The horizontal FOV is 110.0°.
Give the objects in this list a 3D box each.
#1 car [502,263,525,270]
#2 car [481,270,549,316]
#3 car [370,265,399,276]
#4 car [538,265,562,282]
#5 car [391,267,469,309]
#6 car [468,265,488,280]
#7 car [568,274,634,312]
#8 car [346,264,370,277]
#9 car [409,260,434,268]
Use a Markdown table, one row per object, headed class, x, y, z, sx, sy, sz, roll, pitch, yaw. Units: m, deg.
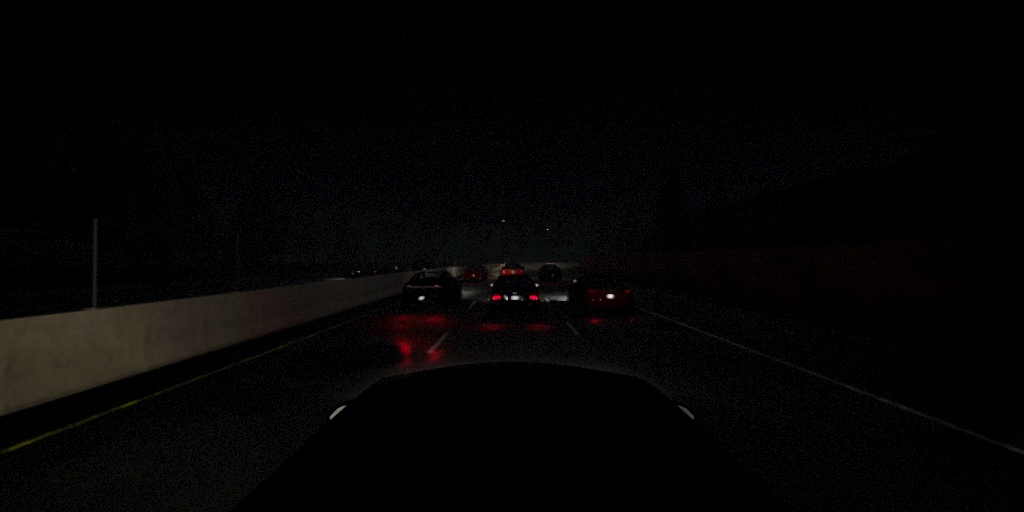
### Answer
| class | x | y | z | sx | sy | sz | roll | pitch | yaw |
| --- | --- | --- | --- | --- | --- | --- | --- | --- | --- |
| car | 0.097 | 1.461 | 33.522 | 2.097 | 1.767 | 4.553 | 0 | -1 | 0 |
| car | 0.099 | 1.437 | 14.133 | 2.033 | 1.411 | 5.357 | 0 | -1 | 0 |
| car | -14.095 | 1.793 | 40.913 | 1.895 | 1.301 | 4.718 | 0 | -1 | 0 |
| car | 3.597 | 1.594 | 34.231 | 1.882 | 1.535 | 5.008 | 0 | -1 | 0 |
| car | -3.401 | 1.402 | 15.918 | 2.128 | 1.511 | 4.902 | 0 | -1 | 0 |
| car | -3.403 | 1.594 | 34.217 | 1.882 | 1.535 | 5.008 | 0 | -1 | 0 |
| car | 3.599 | 1.465 | 15.122 | 1.994 | 1.385 | 4.181 | 0 | -1 | 0 |
| car | -17.590 | 1.709 | 42.027 | 1.837 | 1.490 | 4.892 | 0 | -1 | 0 |
| car | -10.593 | 1.432 | 42.539 | 2.150 | 2.045 | 5.566 | 0 | -1 | 0 |
